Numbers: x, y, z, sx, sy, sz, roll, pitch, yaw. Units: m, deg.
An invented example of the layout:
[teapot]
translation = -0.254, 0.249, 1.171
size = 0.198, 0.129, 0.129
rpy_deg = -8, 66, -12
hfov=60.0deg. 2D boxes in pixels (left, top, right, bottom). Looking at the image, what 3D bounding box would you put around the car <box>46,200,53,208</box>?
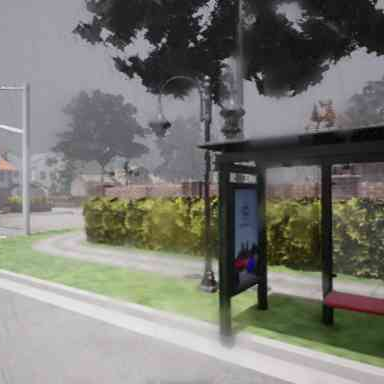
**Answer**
[car]
translation = -21.635, 1.553, 47.422
size = 3.806, 1.475, 1.970
rpy_deg = -1, 0, 36
